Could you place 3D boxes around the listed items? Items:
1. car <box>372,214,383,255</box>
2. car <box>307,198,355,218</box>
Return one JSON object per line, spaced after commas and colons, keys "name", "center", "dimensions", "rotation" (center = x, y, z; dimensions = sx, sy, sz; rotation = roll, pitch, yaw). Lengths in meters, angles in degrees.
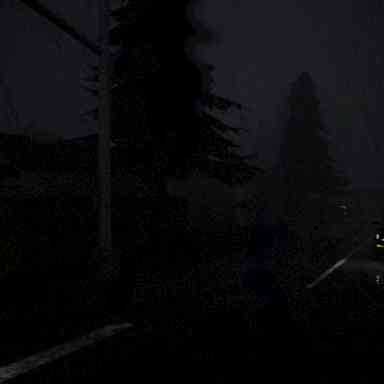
{"name": "car", "center": [8.131, 1.489, 12.547], "dimensions": [1.837, 1.490, 4.892], "rotation": [0, 0, 35]}
{"name": "car", "center": [12.509, 1.364, 30.652], "dimensions": [2.097, 1.767, 4.553], "rotation": [0, 0, -39]}
